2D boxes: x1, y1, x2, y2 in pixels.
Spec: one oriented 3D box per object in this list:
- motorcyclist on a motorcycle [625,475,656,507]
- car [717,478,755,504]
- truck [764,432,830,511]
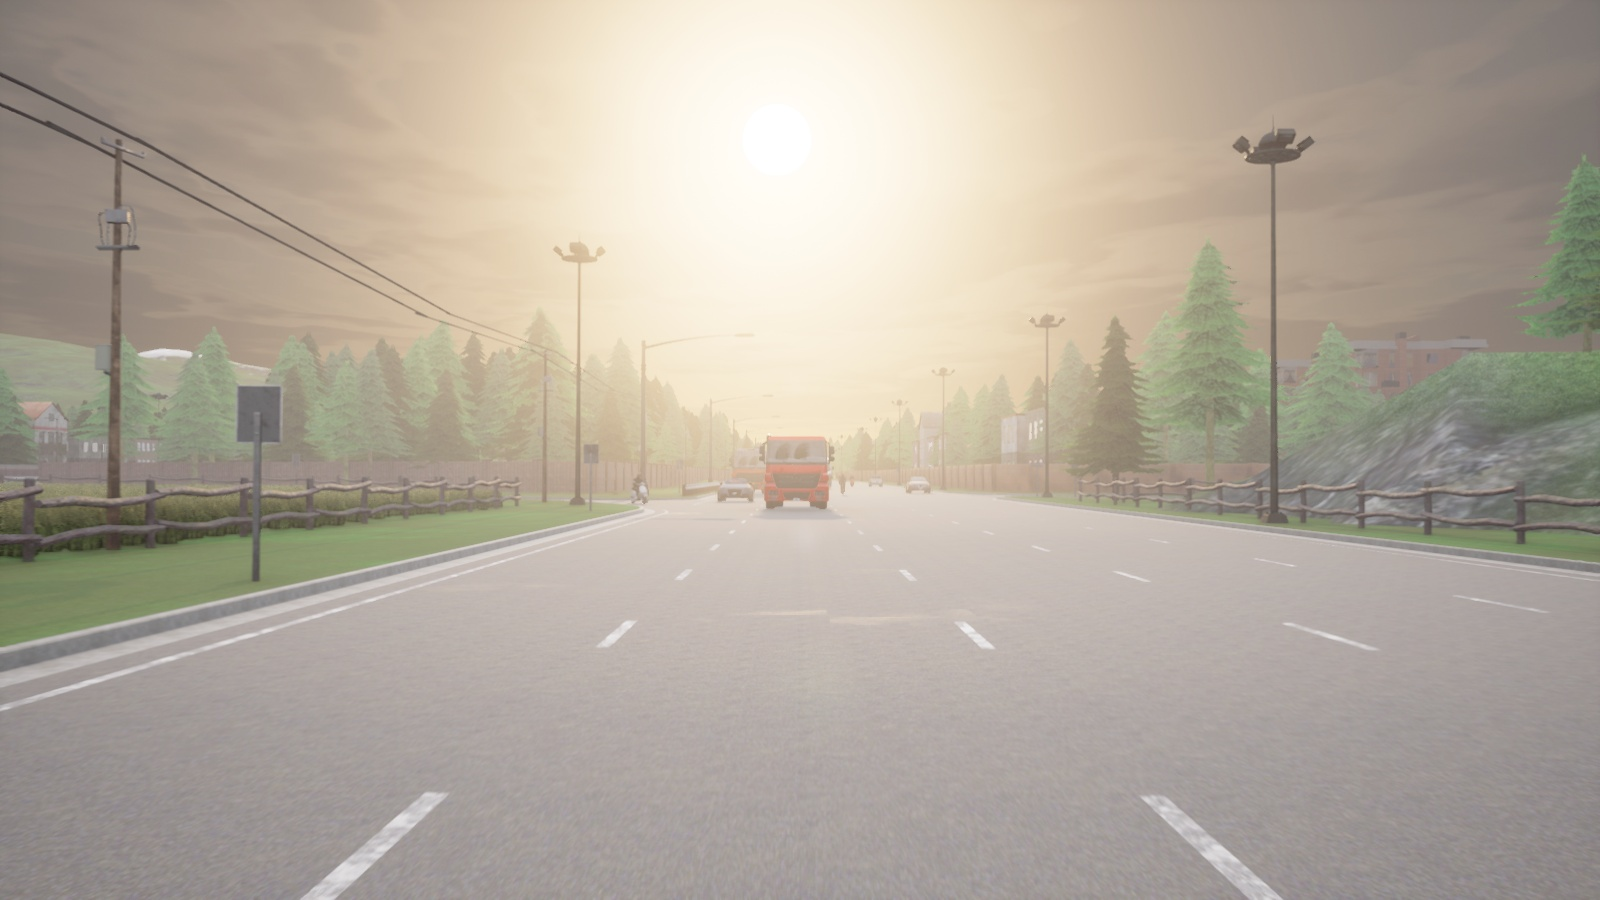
[{"bbox_3d":[-8.302,2.117,65.417,0.866,1.590,1.817,-1,-1,-33],"label":"motorcyclist on a motorcycle"},{"bbox_3d":[-3.679,2.355,72.745,1.994,1.385,4.181,0,-1,0],"label":"car"},{"bbox_3d":[-0.151,1.032,59.567,2.891,3.462,7.936,0,-1,0],"label":"truck"}]
